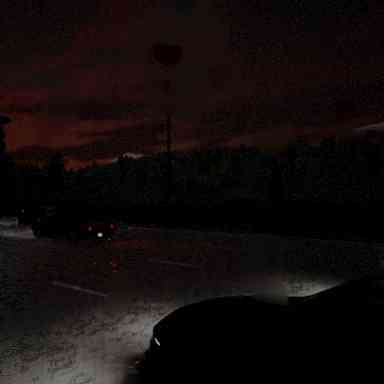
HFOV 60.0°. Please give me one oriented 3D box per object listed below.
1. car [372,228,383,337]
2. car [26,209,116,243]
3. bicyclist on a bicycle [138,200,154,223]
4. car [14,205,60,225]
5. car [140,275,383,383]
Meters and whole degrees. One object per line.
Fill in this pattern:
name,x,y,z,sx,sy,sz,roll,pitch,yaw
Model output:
car,5.333,1.462,4.524,4.892,1.490,1.837,0,0,35
car,-6.112,1.728,16.863,4.718,1.301,1.895,-1,0,35
bicyclist on a bicycle,-3.291,1.423,23.785,0.582,1.620,1.656,-1,-1,35
car,-11.333,1.692,24.817,5.008,1.535,1.882,-1,0,35
car,1.659,1.515,2.819,4.674,1.442,1.812,-1,0,35
